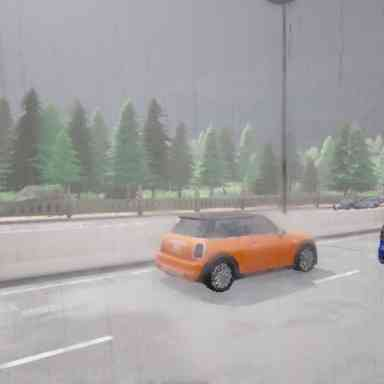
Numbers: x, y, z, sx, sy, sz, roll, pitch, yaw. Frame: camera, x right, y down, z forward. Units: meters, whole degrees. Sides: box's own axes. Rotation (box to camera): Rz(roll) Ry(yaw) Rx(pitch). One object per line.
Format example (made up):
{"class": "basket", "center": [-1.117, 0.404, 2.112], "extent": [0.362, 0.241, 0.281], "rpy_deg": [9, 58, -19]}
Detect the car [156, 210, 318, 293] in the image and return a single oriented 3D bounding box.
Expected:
{"class": "car", "center": [1.378, 1.331, 9.045], "extent": [4.553, 1.767, 2.097], "rpy_deg": [0, 0, -35]}

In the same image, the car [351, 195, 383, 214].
{"class": "car", "center": [18.425, 1.239, 33.540], "extent": [4.553, 1.767, 2.097], "rpy_deg": [0, 0, -30]}

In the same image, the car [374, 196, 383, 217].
{"class": "car", "center": [18.437, 1.247, 29.474], "extent": [4.553, 1.767, 2.097], "rpy_deg": [0, 0, -31]}

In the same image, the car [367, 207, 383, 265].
{"class": "car", "center": [7.157, 1.185, 8.855], "extent": [5.566, 2.045, 2.150], "rpy_deg": [0, 0, -35]}
